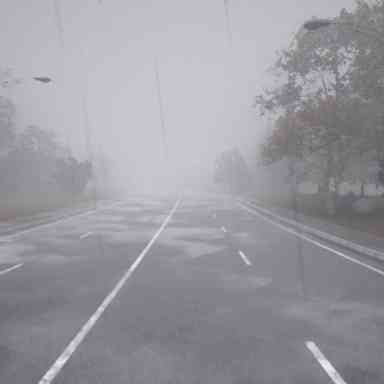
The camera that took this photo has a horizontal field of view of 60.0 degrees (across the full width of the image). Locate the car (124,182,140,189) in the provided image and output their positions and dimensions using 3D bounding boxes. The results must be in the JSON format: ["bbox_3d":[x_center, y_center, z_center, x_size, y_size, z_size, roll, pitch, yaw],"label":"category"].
[{"bbox_3d":[-15.672,-1.657,90.393,1.994,1.385,4.181,0,2,-45],"label":"car"}]

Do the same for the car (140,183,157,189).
[{"bbox_3d":[-11.388,-1.615,90.819,1.882,1.535,5.008,0,2,-40],"label":"car"}]
